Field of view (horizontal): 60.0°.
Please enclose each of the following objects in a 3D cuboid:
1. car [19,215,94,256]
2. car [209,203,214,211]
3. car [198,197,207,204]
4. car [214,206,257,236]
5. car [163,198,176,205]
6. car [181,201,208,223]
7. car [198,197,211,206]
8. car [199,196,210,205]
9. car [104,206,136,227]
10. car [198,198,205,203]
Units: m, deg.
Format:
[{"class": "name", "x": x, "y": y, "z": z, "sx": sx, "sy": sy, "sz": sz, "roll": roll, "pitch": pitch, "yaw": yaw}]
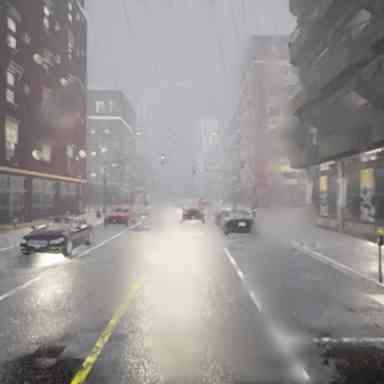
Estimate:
[{"class": "car", "x": -5.273, "y": 1.654, "z": 13.502, "sx": 2.008, "sy": 1.369, "sz": 4.403, "roll": 1, "pitch": 0, "yaw": 0}, {"class": "car", "x": 2.575, "y": 1.736, "z": 24.871, "sx": 1.887, "sy": 1.381, "sz": 4.507, "roll": 1, "pitch": 0, "yaw": 0}, {"class": "car", "x": 2.579, "y": 2.086, "z": 79.995, "sx": 1.967, "sy": 1.590, "sz": 4.097, "roll": 1, "pitch": -1, "yaw": 0}, {"class": "car", "x": 2.575, "y": 1.713, "z": 19.200, "sx": 1.947, "sy": 1.339, "sz": 4.313, "roll": 1, "pitch": 0, "yaw": 0}, {"class": "car", "x": -5.319, "y": 2.147, "z": 74.294, "sx": 2.008, "sy": 1.369, "sz": 4.403, "roll": 1, "pitch": 0, "yaw": 0}, {"class": "car", "x": 0.099, "y": 1.736, "z": 27.281, "sx": 1.812, "sy": 1.442, "sz": 4.674, "roll": 0, "pitch": 0, "yaw": 0}, {"class": "car", "x": 2.707, "y": 2.044, "z": 62.926, "sx": 1.887, "sy": 1.381, "sz": 4.507, "roll": 1, "pitch": 0, "yaw": 0}, {"class": "car", "x": 2.612, "y": 1.899, "z": 72.873, "sx": 2.192, "sy": 1.841, "sz": 5.009, "roll": 1, "pitch": 0, "yaw": 0}, {"class": "car", "x": -5.272, "y": 1.736, "z": 24.843, "sx": 1.887, "sy": 1.381, "sz": 4.507, "roll": 1, "pitch": 0, "yaw": 0}, {"class": "car", "x": 2.578, "y": 2.311, "z": 91.373, "sx": 1.947, "sy": 1.339, "sz": 4.313, "roll": 1, "pitch": -1, "yaw": 0}]
